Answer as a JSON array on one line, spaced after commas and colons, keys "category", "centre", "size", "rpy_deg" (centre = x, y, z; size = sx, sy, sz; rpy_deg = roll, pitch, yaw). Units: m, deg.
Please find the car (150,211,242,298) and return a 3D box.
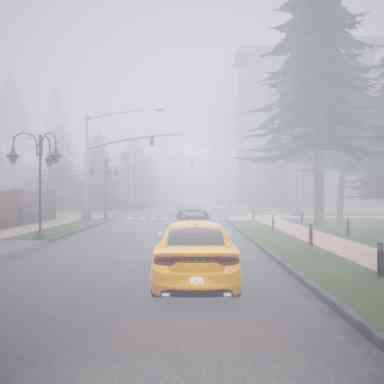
[{"category": "car", "centre": [0.082, 1.478, 8.596], "size": [1.882, 1.535, 5.008], "rpy_deg": [0, 0, 0]}]
